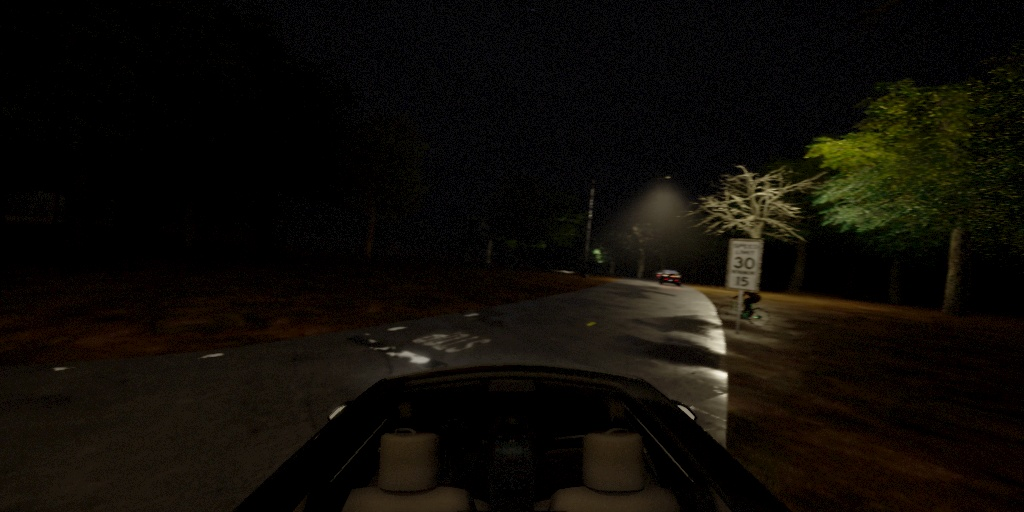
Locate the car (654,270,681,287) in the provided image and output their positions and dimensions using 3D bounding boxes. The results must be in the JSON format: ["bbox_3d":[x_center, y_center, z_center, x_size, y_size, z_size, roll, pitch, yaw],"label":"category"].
[{"bbox_3d":[15.954,2.199,36.339,2.128,1.511,4.902,6,0,20],"label":"car"}]

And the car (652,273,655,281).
[{"bbox_3d":[19.262,2.615,46.267,2.033,1.411,5.357,6,-1,16],"label":"car"}]

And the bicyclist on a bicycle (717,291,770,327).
[{"bbox_3d":[8.548,1.738,13.218,1.656,1.620,0.582,4,0,28],"label":"bicyclist on a bicycle"}]
